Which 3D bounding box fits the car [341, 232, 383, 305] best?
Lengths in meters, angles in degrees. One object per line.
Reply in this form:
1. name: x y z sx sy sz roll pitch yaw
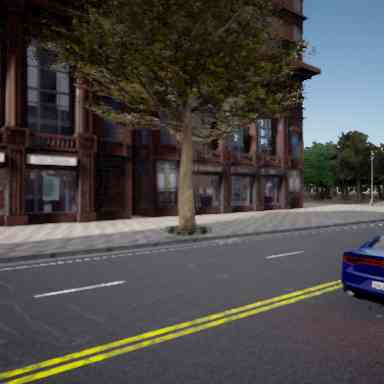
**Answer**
1. car: 5.258 1.477 7.194 5.008 1.535 1.882 0 0 -35
